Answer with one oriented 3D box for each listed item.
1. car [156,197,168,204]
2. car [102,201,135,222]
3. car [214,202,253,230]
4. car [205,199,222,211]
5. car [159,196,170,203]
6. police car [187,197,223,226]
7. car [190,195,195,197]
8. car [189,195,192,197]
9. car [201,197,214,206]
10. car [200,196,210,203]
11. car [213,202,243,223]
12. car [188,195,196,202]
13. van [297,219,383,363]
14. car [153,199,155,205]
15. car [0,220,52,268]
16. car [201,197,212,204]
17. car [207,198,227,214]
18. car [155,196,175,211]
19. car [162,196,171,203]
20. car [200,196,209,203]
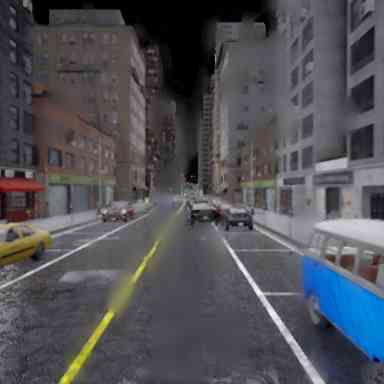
[{"bbox_3d":[-5.795,1.665,64.982,1.947,1.339,4.313,-1,0,0],"label":"car"},{"bbox_3d":[-5.783,1.470,26.446,1.967,1.590,4.097,-1,0,0],"label":"car"},{"bbox_3d":[2.745,1.573,20.944,2.008,1.369,4.403,-1,0,0],"label":"car"},{"bbox_3d":[2.738,1.602,42.965,1.887,1.381,4.507,-1,0,0],"label":"car"},{"bbox_3d":[-5.797,1.661,70.487,2.008,1.369,4.403,-1,0,0],"label":"car"},{"bbox_3d":[0.676,1.451,24.095,1.930,1.638,5.238,0,0,-5],"label":"police car"},{"bbox_3d":[0.886,1.530,40.046,1.882,1.535,5.008,0,0,0],"label":"car"},{"bbox_3d":[-0.020,1.581,59.951,2.128,1.511,4.902,0,0,0],"label":"car"},{"bbox_3d":[2.732,1.654,59.480,1.947,1.339,4.313,-1,0,0],"label":"car"},{"bbox_3d":[2.728,1.656,70.490,1.887,1.381,4.507,-1,0,0],"label":"car"},{"bbox_3d":[2.743,1.575,26.449,1.887,1.381,4.507,-1,0,0],"label":"car"},{"bbox_3d":[-0.026,1.459,74.617,1.837,1.490,4.892,0,0,0],"label":"car"},{"bbox_3d":[2.749,1.345,4.429,1.690,1.788,3.998,-1,0,0],"label":"van"},{"bbox_3d":[-5.795,1.528,59.477,1.967,1.590,4.097,-1,0,0],"label":"car"},{"bbox_3d":[-5.776,1.534,9.761,1.752,1.417,4.829,-1,0,0],"label":"car"},{"bbox_3d":[2.730,1.644,64.985,1.887,1.381,4.507,-1,0,0],"label":"car"},{"bbox_3d":[2.738,1.488,37.460,1.967,1.590,4.097,-1,0,0],"label":"car"},{"bbox_3d":[-3.101,1.531,41.205,1.882,1.535,5.008,0,0,0],"label":"car"},{"bbox_3d":[-5.799,1.667,75.993,1.887,1.381,4.507,-1,0,0],"label":"car"},{"bbox_3d":[2.726,1.667,75.996,1.887,1.381,4.507,-1,0,0],"label":"car"}]
